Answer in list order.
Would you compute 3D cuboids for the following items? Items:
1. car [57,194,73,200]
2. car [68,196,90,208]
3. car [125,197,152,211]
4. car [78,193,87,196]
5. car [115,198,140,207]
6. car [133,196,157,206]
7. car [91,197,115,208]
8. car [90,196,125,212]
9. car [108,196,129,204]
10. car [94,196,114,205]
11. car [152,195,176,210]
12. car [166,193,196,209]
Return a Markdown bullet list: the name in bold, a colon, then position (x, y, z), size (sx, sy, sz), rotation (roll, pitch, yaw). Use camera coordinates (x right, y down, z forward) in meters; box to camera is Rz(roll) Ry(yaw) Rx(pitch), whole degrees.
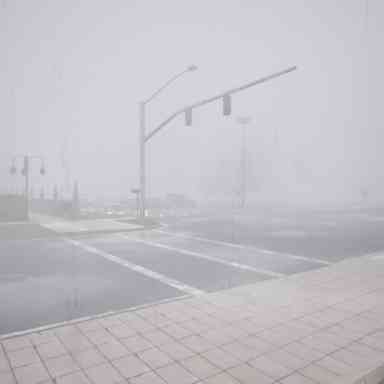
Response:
- **car**: position (-21.623, 1.500, 55.490), size (1.837, 1.490, 4.892), rotation (0, 0, -36)
- **car**: position (-15.512, 1.596, 47.082), size (1.895, 1.301, 4.718), rotation (0, 0, -36)
- **car**: position (-7.523, 1.542, 42.077), size (2.033, 1.411, 5.357), rotation (0, 0, -36)
- **car**: position (-19.723, 1.216, 58.838), size (2.150, 2.045, 5.566), rotation (0, 0, -36)
- **car**: position (-9.996, 1.594, 51.398), size (1.895, 1.301, 4.718), rotation (0, 0, -36)
- **car**: position (-7.747, 1.498, 54.261), size (1.837, 1.490, 4.892), rotation (0, 0, -36)
- **car**: position (-13.432, 1.500, 50.172), size (1.837, 1.490, 4.892), rotation (0, 0, -36)
- **car**: position (-10.103, 1.521, 39.679), size (1.812, 1.442, 4.674), rotation (0, 0, -36)
- **car**: position (-13.914, 1.540, 62.772), size (2.033, 1.411, 5.357), rotation (0, 0, -36)
- **car**: position (-15.844, 1.498, 59.455), size (1.837, 1.490, 4.892), rotation (0, 0, -36)
- **car**: position (-4.578, 1.498, 43.976), size (1.837, 1.490, 4.892), rotation (0, 0, -36)
- **car**: position (-1.759, 1.214, 46.055), size (2.150, 2.045, 5.566), rotation (0, 0, -36)
